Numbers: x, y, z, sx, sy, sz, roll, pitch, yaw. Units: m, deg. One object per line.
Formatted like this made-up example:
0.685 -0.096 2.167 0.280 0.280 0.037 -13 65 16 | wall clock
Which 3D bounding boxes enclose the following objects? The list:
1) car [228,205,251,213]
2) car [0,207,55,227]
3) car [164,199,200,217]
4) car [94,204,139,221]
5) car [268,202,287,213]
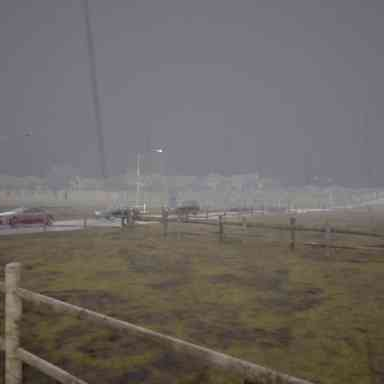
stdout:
7.629 2.711 53.615 1.895 1.301 4.718 1 -1 35 | car
-12.566 1.823 25.123 1.994 1.385 4.181 1 -1 36 | car
-1.224 1.928 41.182 2.150 2.045 5.566 1 -1 36 | car
-7.297 1.949 32.586 2.128 1.511 4.902 1 -1 35 | car
15.330 2.770 59.591 2.097 1.767 4.553 1 -1 37 | car
